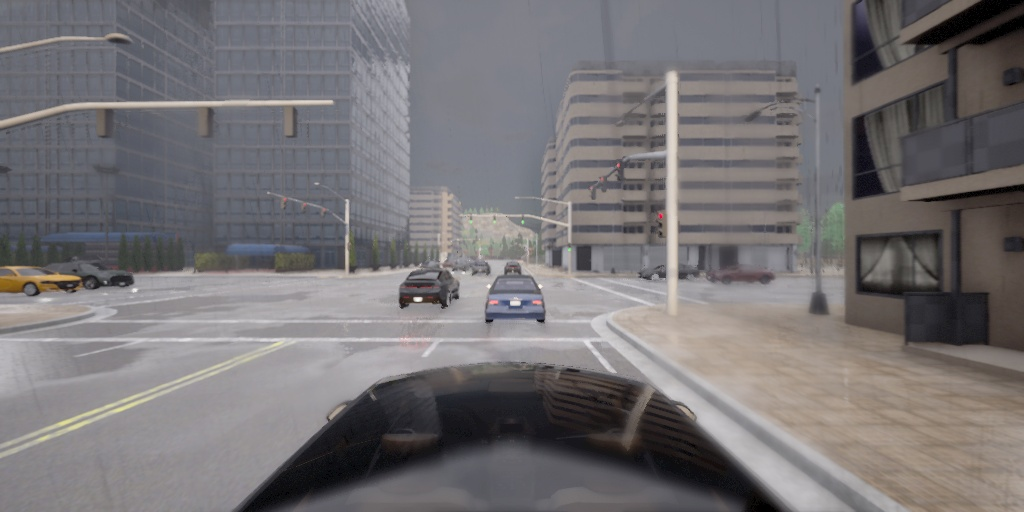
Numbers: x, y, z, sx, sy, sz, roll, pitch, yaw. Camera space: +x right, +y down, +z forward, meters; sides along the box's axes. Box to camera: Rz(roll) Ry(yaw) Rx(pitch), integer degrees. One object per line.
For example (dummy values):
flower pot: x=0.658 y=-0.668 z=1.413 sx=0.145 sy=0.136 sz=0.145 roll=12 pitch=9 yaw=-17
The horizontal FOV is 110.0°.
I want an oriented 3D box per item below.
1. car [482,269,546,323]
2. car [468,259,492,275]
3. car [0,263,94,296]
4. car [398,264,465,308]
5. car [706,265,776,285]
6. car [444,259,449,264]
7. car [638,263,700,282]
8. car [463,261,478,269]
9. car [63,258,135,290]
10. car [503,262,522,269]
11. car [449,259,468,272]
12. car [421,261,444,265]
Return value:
car: x=0.092 y=1.335 z=12.211 sx=2.033 sy=1.411 sz=5.357 roll=0 pitch=0 yaw=0
car: x=-3.412 y=1.379 z=40.726 sx=2.128 sy=1.511 sz=4.902 roll=0 pitch=0 yaw=0
car: x=-26.021 y=1.290 z=19.065 sx=5.008 sy=1.535 sz=1.882 roll=0 pitch=0 yaw=-1
car: x=-3.407 y=1.305 z=15.437 sx=1.837 sy=1.490 sz=4.892 roll=0 pitch=0 yaw=0
car: x=16.994 y=1.363 z=26.691 sx=4.674 sy=1.442 sz=1.812 roll=0 pitch=0 yaw=-1
car: x=-10.561 y=1.312 z=61.414 sx=2.097 sy=1.767 sz=4.553 roll=0 pitch=0 yaw=1
car: x=13.124 y=1.353 z=30.171 sx=4.892 sy=1.490 sz=1.837 roll=-1 pitch=0 yaw=-1
car: x=-7.056 y=1.509 z=61.622 sx=2.033 sy=1.411 sz=5.357 roll=0 pitch=0 yaw=1
car: x=-26.768 y=1.177 z=22.562 sx=4.553 sy=1.767 sz=2.097 roll=0 pitch=0 yaw=-1
car: x=0.089 y=1.392 z=40.813 sx=1.837 sy=1.490 sz=4.892 roll=0 pitch=0 yaw=0
car: x=-7.088 y=1.423 z=49.603 sx=1.837 sy=1.490 sz=4.892 roll=0 pitch=0 yaw=0
car: x=-10.609 y=1.386 z=46.690 sx=1.882 sy=1.535 sz=5.008 roll=0 pitch=0 yaw=-1
